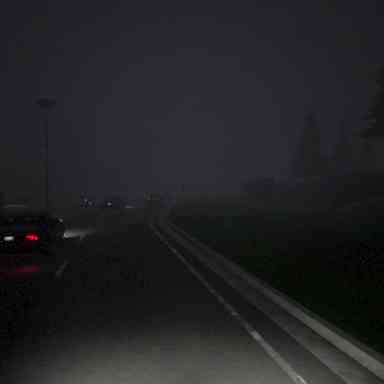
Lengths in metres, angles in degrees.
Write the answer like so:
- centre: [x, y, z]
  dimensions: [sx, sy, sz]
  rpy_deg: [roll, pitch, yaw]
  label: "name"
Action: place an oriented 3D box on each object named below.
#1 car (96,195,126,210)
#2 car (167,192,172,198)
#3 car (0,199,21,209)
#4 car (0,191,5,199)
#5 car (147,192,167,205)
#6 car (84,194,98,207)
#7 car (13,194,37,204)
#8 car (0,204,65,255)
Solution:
- centre: [-8.244, 1.118, 35.005]
  dimensions: [1.994, 1.385, 4.181]
  rpy_deg: [0, 1, -1]
  label: "car"
- centre: [-5.141, 0.601, 68.846]
  dimensions: [1.994, 1.385, 4.181]
  rpy_deg: [0, 1, 0]
  label: "car"
- centre: [-10.330, 1.337, 15.978]
  dimensions: [2.128, 1.511, 4.902]
  rpy_deg: [-1, 1, -10]
  label: "car"
- centre: [-20.036, 0.918, 31.586]
  dimensions: [2.150, 2.045, 5.566]
  rpy_deg: [0, 0, 0]
  label: "car"
- centre: [-4.868, 0.937, 44.550]
  dimensions: [2.033, 1.411, 5.357]
  rpy_deg: [0, 1, 0]
  label: "car"
- centre: [-11.815, 1.023, 40.832]
  dimensions: [1.812, 1.442, 4.674]
  rpy_deg: [0, 1, -1]
  label: "car"
- centre: [-23.563, 1.026, 46.764]
  dimensions: [1.812, 1.442, 4.674]
  rpy_deg: [0, 1, 0]
  label: "car"
- centre: [-6.043, 1.412, 12.407]
  dimensions: [2.033, 1.411, 5.357]
  rpy_deg: [-1, 1, -13]
  label: "car"
